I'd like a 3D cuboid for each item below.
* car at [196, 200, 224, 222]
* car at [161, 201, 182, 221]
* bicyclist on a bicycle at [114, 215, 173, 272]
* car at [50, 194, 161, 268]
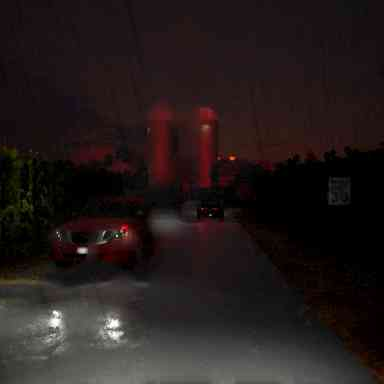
[{"bbox_3d":[1.361,1.319,24.675,2.128,1.511,4.902,0,0,3],"label":"car"},{"bbox_3d":[-1.814,1.372,25.495,2.033,1.411,5.357,0,0,4],"label":"car"},{"bbox_3d":[-1.308,1.459,9.204,1.656,1.620,0.582,5,2,0],"label":"bicyclist on a bicycle"},{"bbox_3d":[-2.681,1.178,11.448,2.150,2.045,5.566,-1,0,4],"label":"car"}]
